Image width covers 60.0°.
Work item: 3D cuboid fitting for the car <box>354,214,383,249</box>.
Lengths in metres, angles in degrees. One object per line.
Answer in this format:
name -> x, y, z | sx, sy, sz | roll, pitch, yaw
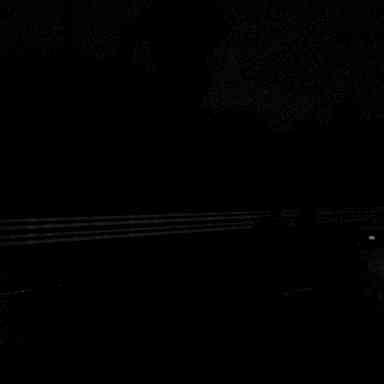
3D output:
car -> 8.940, 1.623, 14.126 | 5.008, 1.535, 1.882 | 1, 0, -34
